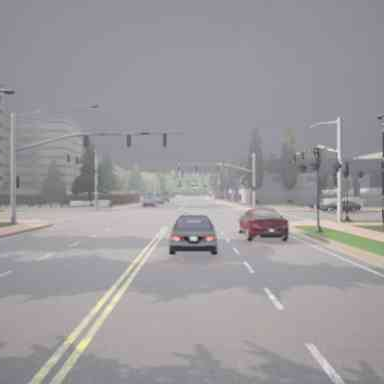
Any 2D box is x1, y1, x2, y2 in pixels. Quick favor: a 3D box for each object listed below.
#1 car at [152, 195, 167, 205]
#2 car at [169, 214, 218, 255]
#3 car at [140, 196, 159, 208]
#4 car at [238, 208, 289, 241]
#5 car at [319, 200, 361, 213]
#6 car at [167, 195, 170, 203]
[{"bbox_3d":[-7.008,1.908,70.725,1.882,1.535,5.008,0,0,0],"label":"car"},{"bbox_3d":[0.059,1.632,13.716,2.033,1.411,5.357,0,0,0],"label":"car"},{"bbox_3d":[-7.074,1.815,55.421,1.882,1.535,5.008,0,0,0],"label":"car"},{"bbox_3d":[3.578,1.584,17.344,1.882,1.535,5.008,0,0,0],"label":"car"},{"bbox_3d":[17.689,1.748,40.033,4.892,1.490,1.837,0,0,-1],"label":"car"},{"bbox_3d":[-7.010,1.744,86.435,2.150,2.045,5.566,0,0,0],"label":"car"}]
